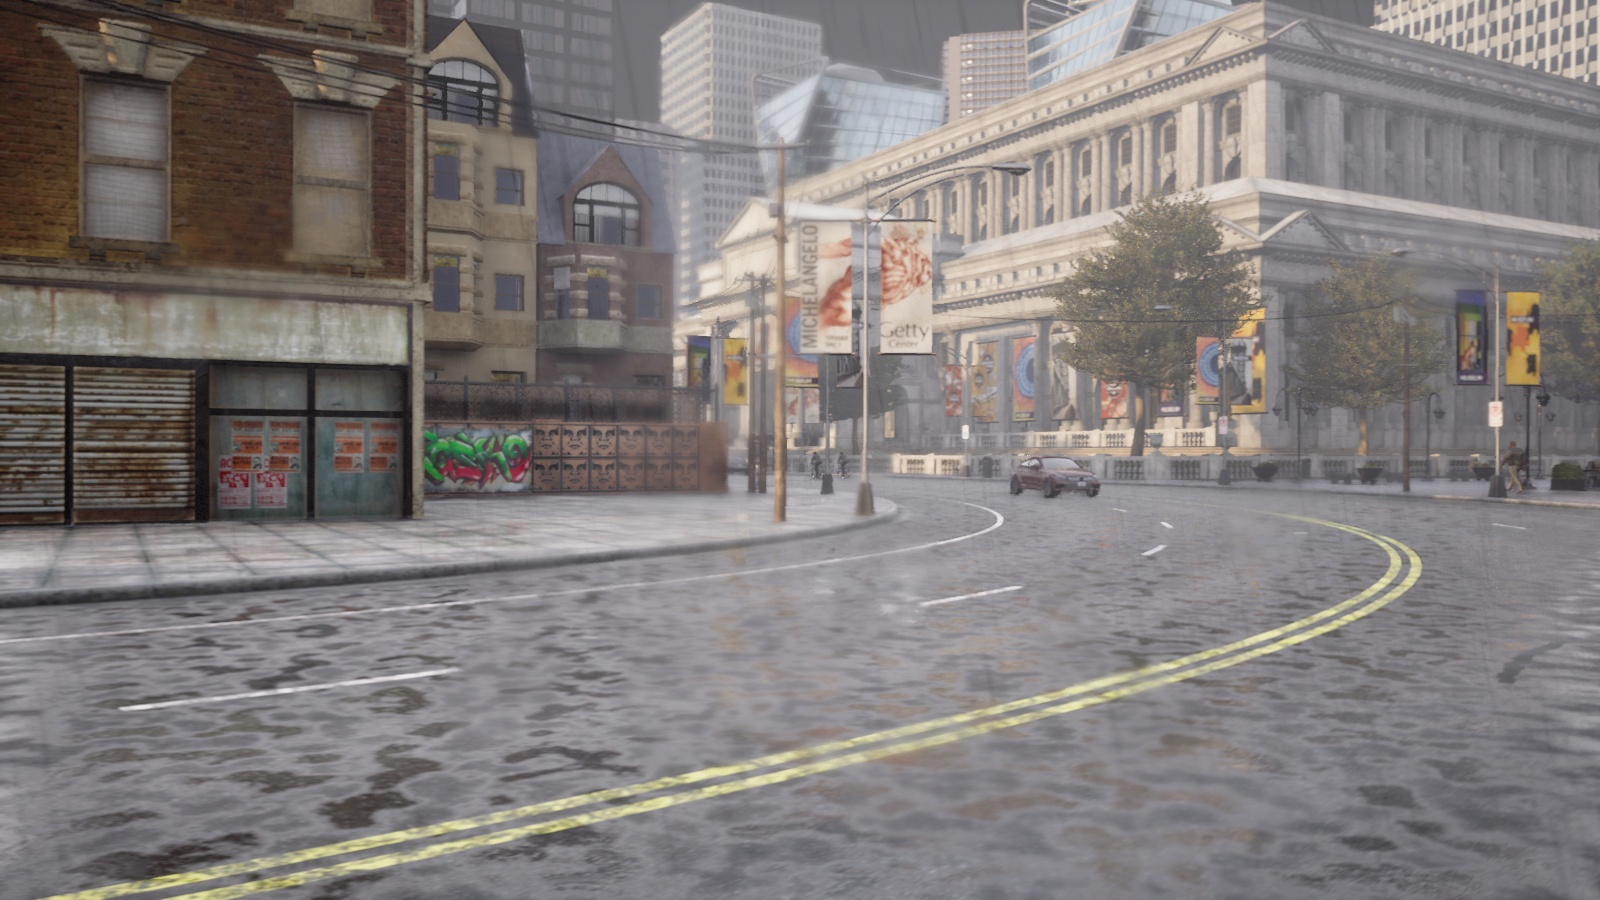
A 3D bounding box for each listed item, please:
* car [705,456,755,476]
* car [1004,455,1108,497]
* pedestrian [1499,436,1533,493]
[{"bbox_3d":[-5.071,1.109,90.405,1.994,1.385,4.181,0,0,-28],"label":"car"},{"bbox_3d":[9.175,0.891,45.418,1.812,1.442,4.674,0,0,-14],"label":"car"},{"bbox_3d":[23.971,0.472,42.038,0.563,1.883,0.849,0,0,-12],"label":"pedestrian"}]
